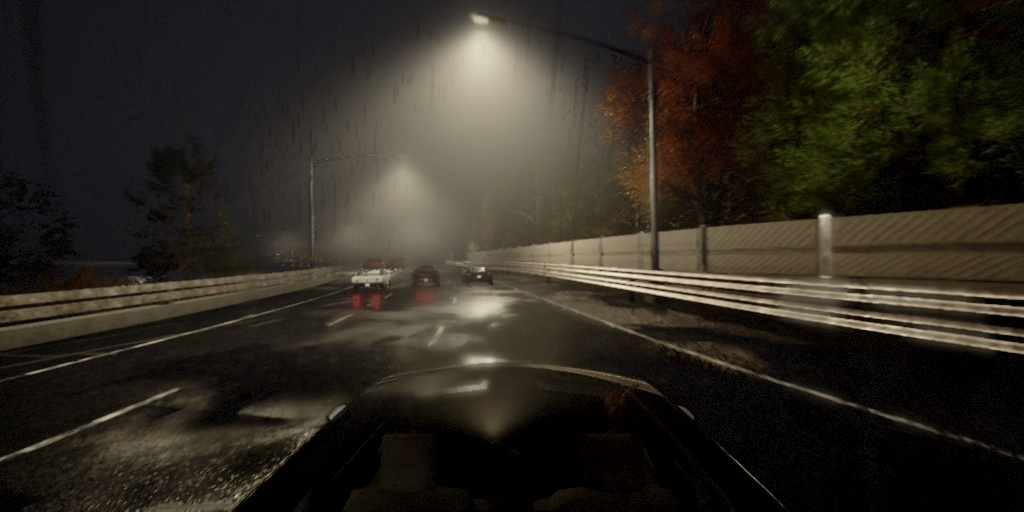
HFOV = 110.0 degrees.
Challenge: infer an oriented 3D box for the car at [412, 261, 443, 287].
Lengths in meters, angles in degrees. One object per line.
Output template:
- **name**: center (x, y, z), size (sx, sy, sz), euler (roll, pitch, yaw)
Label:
- **car**: center (-6.177, 1.356, 26.007), size (1.837, 1.490, 4.892), euler (-1, 0, -13)

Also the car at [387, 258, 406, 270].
- **car**: center (-18.961, 1.299, 58.527), size (2.150, 2.045, 5.566), euler (-1, 0, -33)

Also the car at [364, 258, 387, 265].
- **car**: center (-21.970, 1.343, 56.743), size (2.150, 2.045, 5.566), euler (-1, 0, -33)

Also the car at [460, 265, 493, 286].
- **car**: center (-2.624, 1.357, 26.014), size (1.994, 1.385, 4.181), euler (-1, 0, -13)

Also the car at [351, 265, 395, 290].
- **car**: center (-9.283, 1.503, 24.064), size (1.895, 1.301, 4.718), euler (-1, 0, -12)
